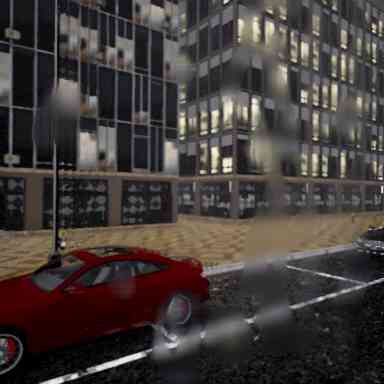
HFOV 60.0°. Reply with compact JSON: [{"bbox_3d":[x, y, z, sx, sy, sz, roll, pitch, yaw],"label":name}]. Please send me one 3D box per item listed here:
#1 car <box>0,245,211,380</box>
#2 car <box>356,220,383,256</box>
[{"bbox_3d":[-1.601,1.586,5.411,4.206,1.307,1.802,0,0,-35],"label":"car"},{"bbox_3d":[7.672,1.581,12.017,4.403,1.369,2.008,0,0,-35],"label":"car"}]
